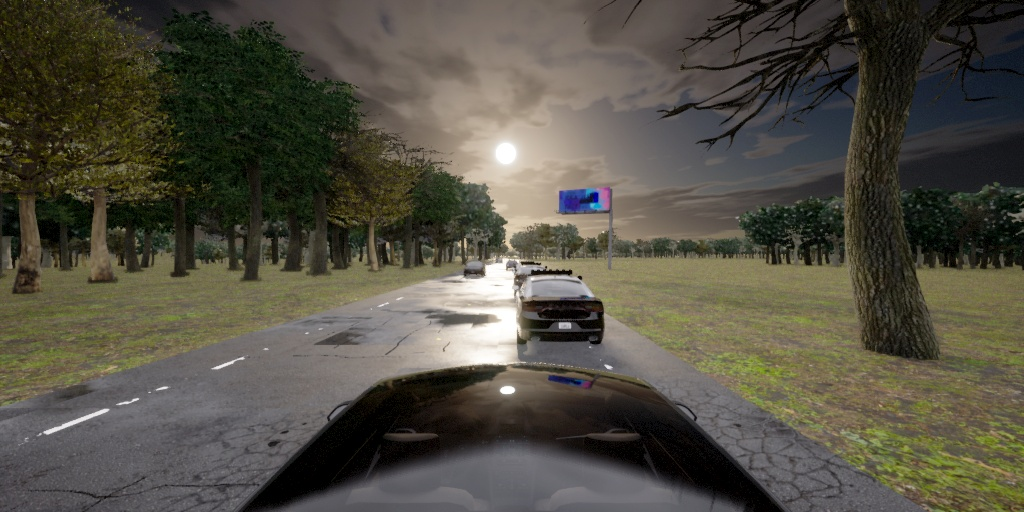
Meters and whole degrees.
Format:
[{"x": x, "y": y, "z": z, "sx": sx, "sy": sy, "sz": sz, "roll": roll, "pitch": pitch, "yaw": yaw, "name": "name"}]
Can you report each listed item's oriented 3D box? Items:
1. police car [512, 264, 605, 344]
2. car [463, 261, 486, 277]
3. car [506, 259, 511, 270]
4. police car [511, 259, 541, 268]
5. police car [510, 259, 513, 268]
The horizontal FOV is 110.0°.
[{"x": 1.048, "y": 1.173, "z": 9.681, "sx": 1.930, "sy": 1.638, "sz": 5.238, "roll": 0, "pitch": 0, "yaw": 0, "name": "police car"}, {"x": -3.608, "y": 1.221, "z": 35.306, "sx": 1.882, "sy": 1.535, "sz": 5.008, "roll": 0, "pitch": 0, "yaw": 0, "name": "car"}, {"x": 0.046, "y": 1.348, "z": 52.531, "sx": 1.895, "sy": 1.301, "sz": 4.718, "roll": 0, "pitch": 0, "yaw": 0, "name": "car"}, {"x": 1.045, "y": 1.170, "z": 19.682, "sx": 1.930, "sy": 1.638, "sz": 5.238, "roll": 0, "pitch": 0, "yaw": 0, "name": "police car"}, {"x": 1.044, "y": 1.169, "z": 25.683, "sx": 1.930, "sy": 1.638, "sz": 5.238, "roll": 0, "pitch": 0, "yaw": 0, "name": "police car"}]
